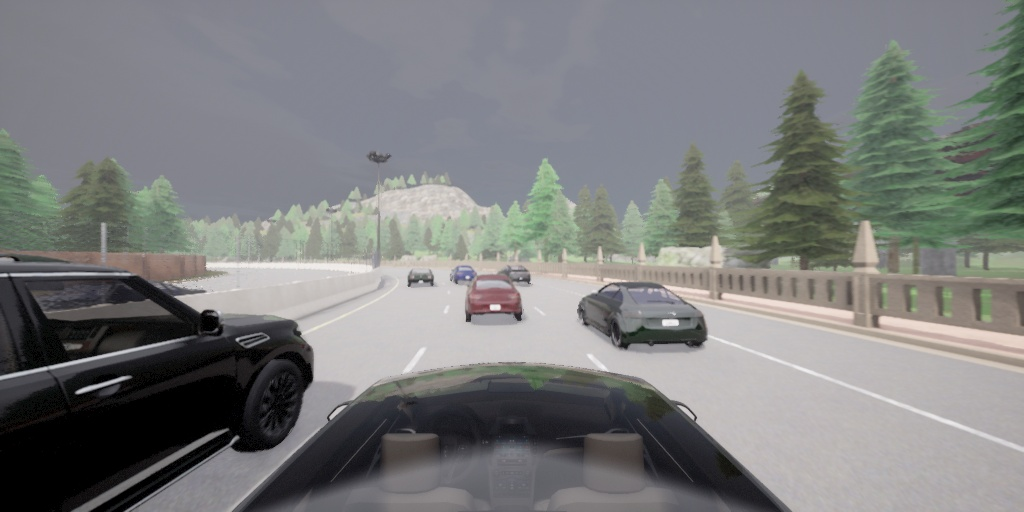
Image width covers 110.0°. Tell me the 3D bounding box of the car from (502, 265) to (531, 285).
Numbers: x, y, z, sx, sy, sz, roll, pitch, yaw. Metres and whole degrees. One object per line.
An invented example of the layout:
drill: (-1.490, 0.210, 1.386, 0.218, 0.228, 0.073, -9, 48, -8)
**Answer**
car: (0.065, 1.429, 27.912, 2.128, 1.511, 4.902, 0, 0, -14)

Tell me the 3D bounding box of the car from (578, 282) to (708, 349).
car: (3.119, 1.355, 9.367, 1.994, 1.385, 4.181, 0, 0, -4)

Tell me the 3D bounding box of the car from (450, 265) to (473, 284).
car: (-4.009, 1.494, 29.629, 1.812, 1.442, 4.674, 0, 0, -16)

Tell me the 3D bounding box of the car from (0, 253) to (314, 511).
car: (-3.508, 0.989, 2.062, 2.150, 2.045, 5.566, 0, 0, 0)

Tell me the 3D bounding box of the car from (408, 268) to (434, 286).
car: (-7.057, 1.569, 27.731, 1.895, 1.301, 4.718, 0, 0, -15)

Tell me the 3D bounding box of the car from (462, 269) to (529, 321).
car: (-0.723, 1.358, 12.785, 1.812, 1.442, 4.674, 0, 0, -6)

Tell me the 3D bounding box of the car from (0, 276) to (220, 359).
car: (-11.076, 1.405, 9.907, 2.033, 1.411, 5.357, 0, 0, -5)
